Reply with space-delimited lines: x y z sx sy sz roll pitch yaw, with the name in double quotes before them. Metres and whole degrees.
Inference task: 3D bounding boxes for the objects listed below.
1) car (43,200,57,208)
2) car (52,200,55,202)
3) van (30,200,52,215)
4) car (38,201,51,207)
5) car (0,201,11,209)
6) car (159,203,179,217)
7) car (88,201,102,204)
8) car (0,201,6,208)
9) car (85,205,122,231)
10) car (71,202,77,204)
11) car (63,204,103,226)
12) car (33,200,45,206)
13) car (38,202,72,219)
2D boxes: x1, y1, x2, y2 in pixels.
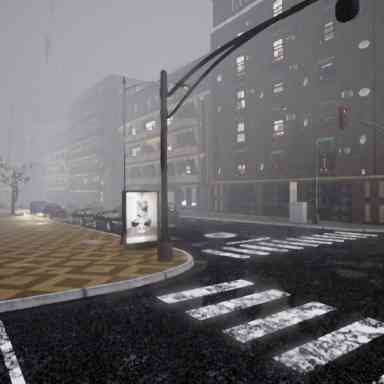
"car" -31.299 2.528 73.233 1.967 1.590 4.097 -2 0 -36
"car" -25.349 2.470 60.605 1.994 1.385 4.181 -1 -1 -36
"van" -19.811 2.035 42.997 1.690 1.788 3.998 -2 0 -36
"car" -34.559 2.736 77.745 1.947 1.339 4.313 -2 0 -36
"car" -38.087 2.704 68.323 2.008 1.369 4.403 -2 0 -36
"car" -3.132 1.824 34.506 1.967 1.590 4.097 -2 0 -36
"car" -14.977 2.119 50.672 1.967 1.590 4.097 -2 0 -36
"car" -44.614 2.863 77.348 1.887 1.381 4.507 -2 0 -36
"car" -5.554 1.888 23.119 2.008 1.369 4.403 -2 0 -36
"car" -21.504 2.424 59.695 1.802 1.307 4.206 -2 0 -36
"car" -8.818 1.969 27.632 2.008 1.369 4.403 -2 0 -36
"car" -37.823 2.797 82.258 1.887 1.381 4.507 -2 0 -36
"car" -14.893 2.115 36.109 1.887 1.381 4.507 -2 0 -36
